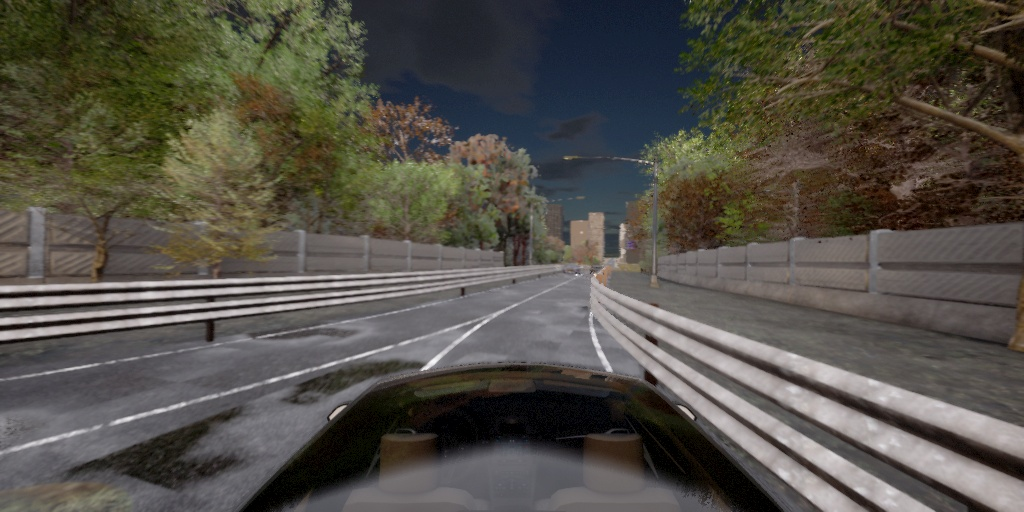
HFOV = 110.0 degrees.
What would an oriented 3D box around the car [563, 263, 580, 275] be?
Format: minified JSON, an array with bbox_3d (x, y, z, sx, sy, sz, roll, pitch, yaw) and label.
[{"bbox_3d":[8.689,1.755,52.251,2.097,1.767,4.553,1,-1,16],"label":"car"}]

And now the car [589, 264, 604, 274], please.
[{"bbox_3d":[12.961,2.054,55.269,1.837,1.490,4.892,1,-1,16],"label":"car"}]
